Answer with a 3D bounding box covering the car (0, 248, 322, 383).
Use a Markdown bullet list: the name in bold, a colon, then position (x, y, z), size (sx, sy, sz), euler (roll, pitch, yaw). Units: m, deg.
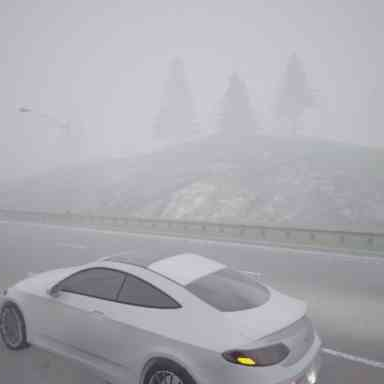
- **car**: position (-0.741, 1.517, 4.498), size (4.674, 1.442, 1.812), euler (0, 0, 35)
